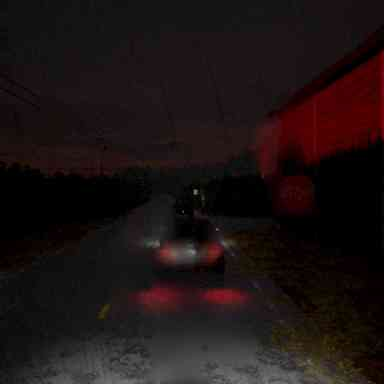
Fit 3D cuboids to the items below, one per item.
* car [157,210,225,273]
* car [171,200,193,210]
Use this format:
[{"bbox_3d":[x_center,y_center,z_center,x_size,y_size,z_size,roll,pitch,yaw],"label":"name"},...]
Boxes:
[{"bbox_3d":[-0.059,1.534,10.533,2.033,1.411,5.357,0,0,-1],"label":"car"},{"bbox_3d":[-0.912,1.453,30.883,2.128,1.511,4.902,0,0,-4],"label":"car"}]
